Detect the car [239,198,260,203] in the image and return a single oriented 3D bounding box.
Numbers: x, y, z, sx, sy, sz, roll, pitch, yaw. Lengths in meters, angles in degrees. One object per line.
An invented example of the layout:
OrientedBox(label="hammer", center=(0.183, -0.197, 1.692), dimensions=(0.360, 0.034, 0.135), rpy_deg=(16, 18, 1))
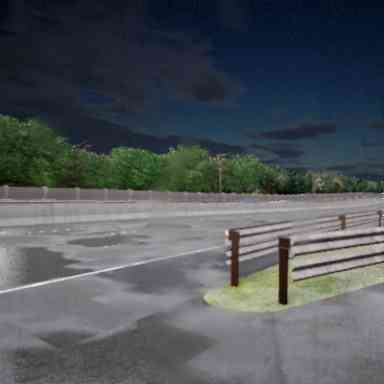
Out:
OrientedBox(label="car", center=(10.962, 2.248, 63.477), dimensions=(2.150, 2.045, 5.566), rpy_deg=(1, -1, 39))
